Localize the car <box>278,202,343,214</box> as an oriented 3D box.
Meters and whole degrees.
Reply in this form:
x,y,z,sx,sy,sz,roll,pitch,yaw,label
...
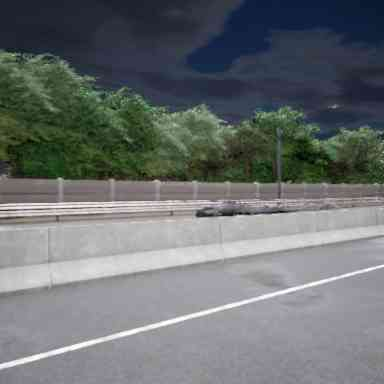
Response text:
x,y,z,sx,sy,sz,roll,pitch,yaw,label
8.425,1.489,22.661,4.892,1.490,1.837,0,0,-34,car

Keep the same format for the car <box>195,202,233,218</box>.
x,y,z,sx,sy,sz,roll,pitch,yaw,label
2.873,1.528,27.347,5.357,1.411,2.033,0,0,-35,car

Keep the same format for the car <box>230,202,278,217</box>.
x,y,z,sx,sy,sz,roll,pitch,yaw,label
5.475,1.583,24.885,4.718,1.301,1.895,0,0,-35,car
